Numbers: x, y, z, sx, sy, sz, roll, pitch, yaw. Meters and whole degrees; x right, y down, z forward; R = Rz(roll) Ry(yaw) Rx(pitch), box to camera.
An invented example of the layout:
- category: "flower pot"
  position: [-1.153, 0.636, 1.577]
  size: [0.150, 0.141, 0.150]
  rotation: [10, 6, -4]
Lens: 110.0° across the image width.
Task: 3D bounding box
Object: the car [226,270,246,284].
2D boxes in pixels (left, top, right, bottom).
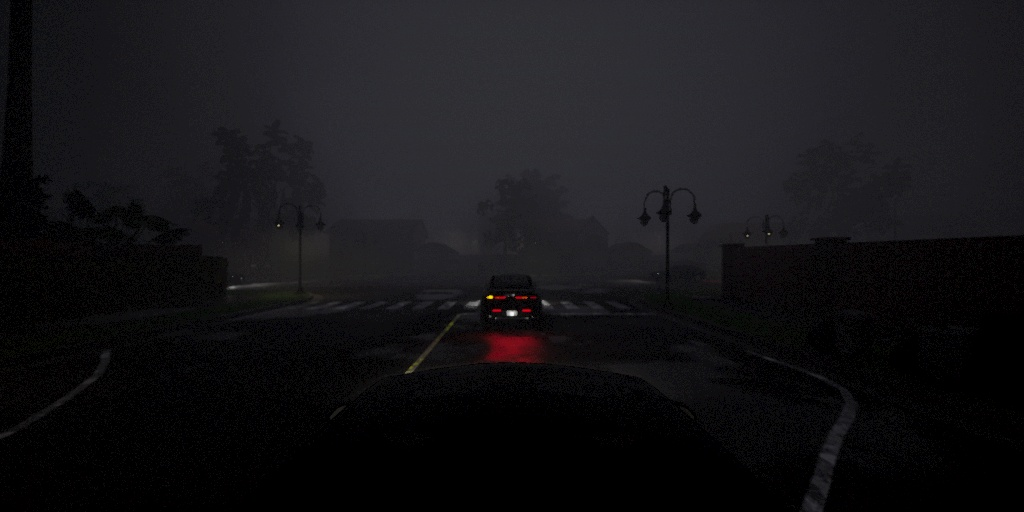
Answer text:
- category: "car"
  position: [-23.651, 1.521, 28.105]
  size: [4.892, 1.490, 1.837]
  rotation: [0, 0, -1]

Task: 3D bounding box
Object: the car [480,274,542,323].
- category: "car"
  position: [-0.048, 1.345, 12.440]
  size: [1.837, 1.490, 4.892]
  rotation: [0, 0, -1]

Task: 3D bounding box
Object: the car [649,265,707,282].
- category: "car"
  position: [14.900, 1.529, 32.321]
  size: [4.892, 1.490, 1.837]
  rotation: [0, 0, 0]
